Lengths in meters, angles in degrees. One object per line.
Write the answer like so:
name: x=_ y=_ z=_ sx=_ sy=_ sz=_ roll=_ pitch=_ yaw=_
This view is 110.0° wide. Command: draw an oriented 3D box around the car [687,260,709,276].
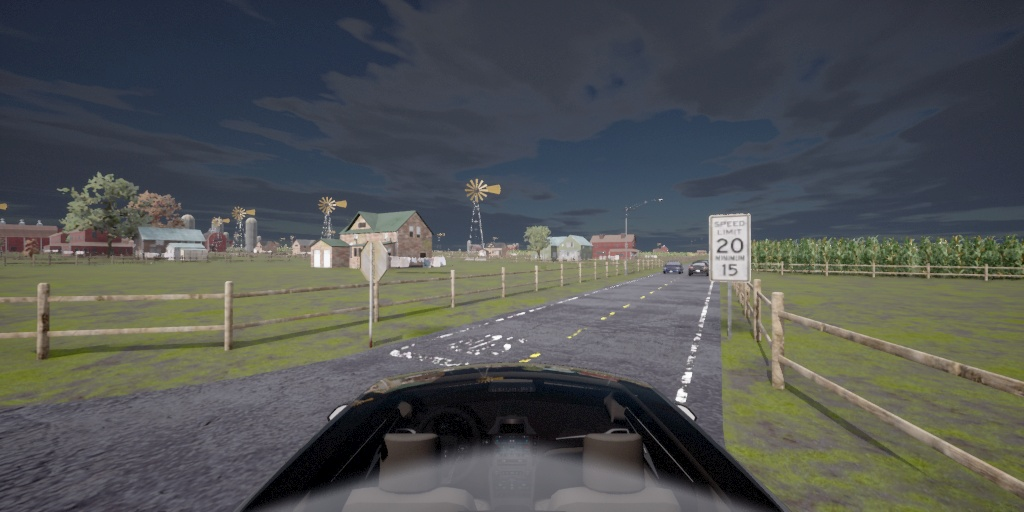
car: x=19.232 y=1.283 z=36.807 sx=1.812 sy=1.442 sz=4.674 roll=0 pitch=0 yaw=31

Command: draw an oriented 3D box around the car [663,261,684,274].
car: x=18.779 y=1.309 z=41.620 sx=2.033 sy=1.411 sz=5.357 roll=0 pitch=0 yaw=30
